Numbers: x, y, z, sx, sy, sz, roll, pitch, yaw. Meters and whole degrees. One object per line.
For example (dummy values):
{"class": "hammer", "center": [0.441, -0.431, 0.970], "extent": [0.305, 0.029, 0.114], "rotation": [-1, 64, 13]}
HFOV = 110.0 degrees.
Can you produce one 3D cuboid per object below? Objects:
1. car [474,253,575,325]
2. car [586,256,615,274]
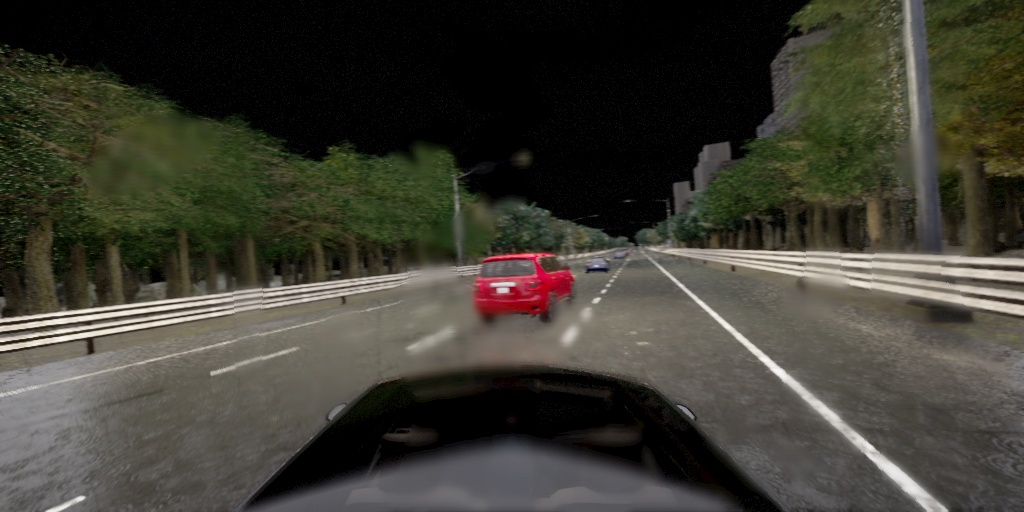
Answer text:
{"class": "car", "center": [0.653, 0.941, 11.988], "extent": [2.150, 2.045, 5.566], "rotation": [-4, 0, 19]}
{"class": "car", "center": [7.913, 0.783, 32.691], "extent": [1.994, 1.385, 4.181], "rotation": [-4, 0, 19]}
